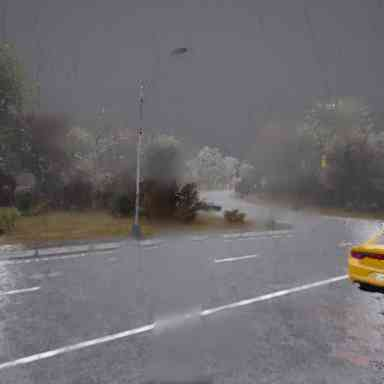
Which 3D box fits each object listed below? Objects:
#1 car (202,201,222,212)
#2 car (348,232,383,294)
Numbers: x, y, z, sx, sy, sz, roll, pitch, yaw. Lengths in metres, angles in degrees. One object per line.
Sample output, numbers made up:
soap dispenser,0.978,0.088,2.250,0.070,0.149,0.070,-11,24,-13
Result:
car,2.522,1.975,45.479,1.895,1.301,4.718,2,1,-18
car,5.712,1.533,7.844,5.008,1.535,1.882,1,-1,-35
